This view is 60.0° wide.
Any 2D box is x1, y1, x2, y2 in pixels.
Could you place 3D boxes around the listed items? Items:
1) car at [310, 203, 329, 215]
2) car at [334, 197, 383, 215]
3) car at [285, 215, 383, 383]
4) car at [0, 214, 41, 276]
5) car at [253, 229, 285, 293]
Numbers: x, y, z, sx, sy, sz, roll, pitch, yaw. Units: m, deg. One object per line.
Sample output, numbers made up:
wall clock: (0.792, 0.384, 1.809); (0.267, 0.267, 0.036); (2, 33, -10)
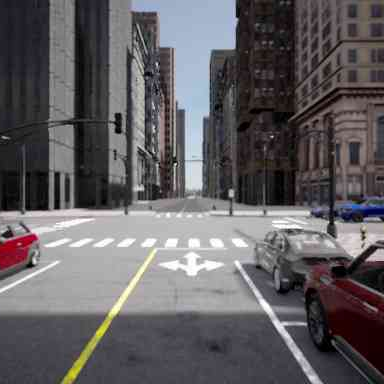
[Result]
car: (13.384, 1.603, 30.963); (4.553, 1.767, 2.097); (0, 0, 0)
car: (15.050, 1.449, 27.725); (5.566, 2.045, 2.150); (0, 0, -2)
car: (2.758, 1.349, 3.277); (2.192, 1.841, 5.009); (0, -1, 0)
car: (-5.769, 1.530, 8.872); (1.967, 1.590, 4.097); (0, -1, 0)
car: (2.756, 1.641, 8.876); (2.008, 1.369, 4.403); (0, -1, 0)
